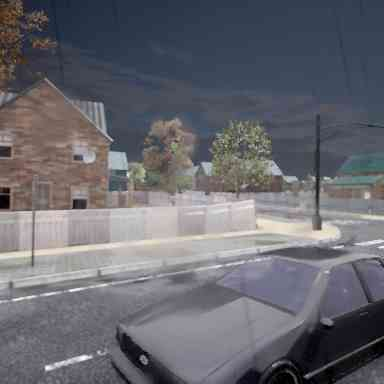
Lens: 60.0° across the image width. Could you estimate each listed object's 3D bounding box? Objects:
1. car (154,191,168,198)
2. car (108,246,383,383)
[{"bbox_3d":[-5.932,0.626,61.834,1.812,1.442,4.674,1,1,-20],"label":"car"},{"bbox_3d":[1.651,1.548,4.713,5.357,1.411,2.033,0,0,-35],"label":"car"}]
